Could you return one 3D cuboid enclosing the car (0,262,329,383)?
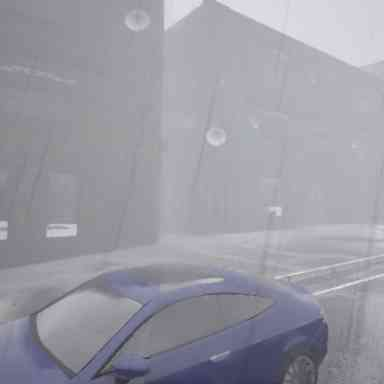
[{"bbox_3d":[-0.488,1.541,3.338,4.674,1.442,1.812,1,0,-36],"label":"car"}]
